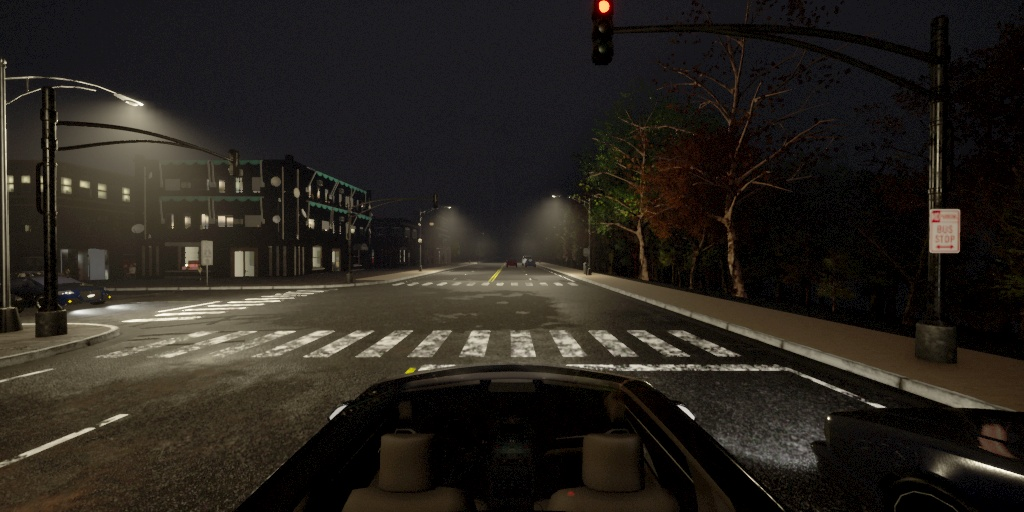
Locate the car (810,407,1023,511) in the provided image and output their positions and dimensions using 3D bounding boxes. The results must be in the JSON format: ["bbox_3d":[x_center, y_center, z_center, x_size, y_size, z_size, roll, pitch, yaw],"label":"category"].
[{"bbox_3d":[3.354,1.298,0.401,2.033,1.411,5.357,0,0,0],"label":"car"}]

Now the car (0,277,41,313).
[{"bbox_3d":[-19.969,1.565,12.514,4.313,1.339,1.948,0,0,0],"label":"car"}]

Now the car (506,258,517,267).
[{"bbox_3d":[-0.027,1.204,63.151,1.882,1.535,5.008,0,0,0],"label":"car"}]

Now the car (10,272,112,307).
[{"bbox_3d":[-19.861,1.534,15.220,4.181,1.385,1.994,-1,1,0],"label":"car"}]

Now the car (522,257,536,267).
[{"bbox_3d":[3.226,1.274,63.182,2.033,1.411,5.357,0,0,0],"label":"car"}]
